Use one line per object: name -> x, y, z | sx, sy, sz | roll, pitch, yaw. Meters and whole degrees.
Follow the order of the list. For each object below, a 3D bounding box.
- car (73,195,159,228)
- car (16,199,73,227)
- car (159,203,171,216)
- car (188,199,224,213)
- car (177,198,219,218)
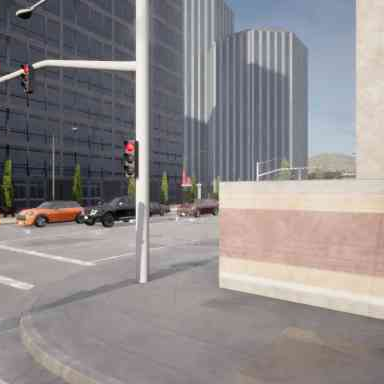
car -> -5.170, 1.277, 23.539 | 2.150, 2.045, 5.566 | 0, 0, 36
car -> -9.725, 1.407, 23.194 | 2.097, 1.767, 4.553 | 0, 0, 36
car -> -4.198, 1.603, 30.887 | 2.033, 1.411, 5.357 | 0, 0, 36
car -> 1.730, 1.560, 39.116 | 1.837, 1.490, 4.892 | 0, 0, 36
car -> 0.561, 1.407, 31.507 | 2.097, 1.767, 4.553 | 0, 0, 36
